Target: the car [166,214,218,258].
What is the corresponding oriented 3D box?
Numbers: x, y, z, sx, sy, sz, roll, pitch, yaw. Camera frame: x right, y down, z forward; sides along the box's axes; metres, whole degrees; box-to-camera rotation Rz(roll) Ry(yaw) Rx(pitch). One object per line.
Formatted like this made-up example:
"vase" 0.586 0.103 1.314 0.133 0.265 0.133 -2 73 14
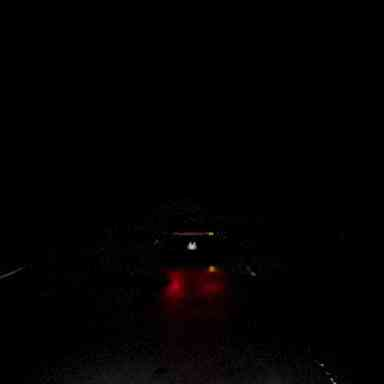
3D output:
"car" 0.027 1.645 13.506 2.128 1.511 4.902 0 -1 1
